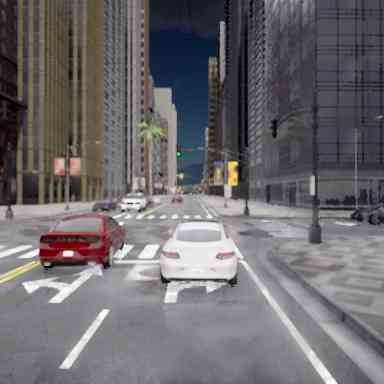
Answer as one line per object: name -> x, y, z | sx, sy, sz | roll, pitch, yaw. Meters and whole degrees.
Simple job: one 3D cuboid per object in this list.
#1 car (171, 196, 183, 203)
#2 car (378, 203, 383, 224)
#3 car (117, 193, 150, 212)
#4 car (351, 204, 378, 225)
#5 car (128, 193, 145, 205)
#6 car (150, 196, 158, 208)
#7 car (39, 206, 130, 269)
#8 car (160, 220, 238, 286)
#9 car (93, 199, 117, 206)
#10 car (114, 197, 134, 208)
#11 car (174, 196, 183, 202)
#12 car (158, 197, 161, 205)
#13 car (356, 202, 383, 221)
car -> -3.134, 1.518, 67.111 | 1.812, 1.442, 4.674 | 0, 0, 0
car -> 14.729, 1.100, 19.919 | 5.566, 2.045, 2.150 | 0, 0, 5
car -> -6.535, 1.182, 37.841 | 2.150, 2.045, 5.566 | 0, 0, 0
car -> 13.235, 1.462, 22.756 | 4.181, 1.385, 1.994 | 0, 0, -1
car -> -9.650, 1.200, 58.287 | 2.150, 2.045, 5.566 | 0, 0, 0
car -> -6.489, 1.470, 47.556 | 1.837, 1.490, 4.892 | 0, 0, 1
car -> -3.411, 1.447, 11.136 | 1.882, 1.535, 5.008 | 0, 0, -4
car -> 0.249, 1.499, 9.277 | 1.812, 1.442, 4.674 | 0, 0, 3
car -> -9.783, 1.509, 37.805 | 2.033, 1.411, 5.357 | 0, 0, 0
car -> -9.737, 1.492, 47.715 | 1.812, 1.442, 4.674 | 0, 0, 1
car -> -3.116, 1.563, 77.416 | 1.994, 1.385, 4.181 | 0, 0, 0
car -> -6.401, 1.503, 57.513 | 1.812, 1.442, 4.674 | 0, 0, 0
car -> 15.227, 1.471, 25.538 | 4.313, 1.339, 1.947 | 0, 0, -1
